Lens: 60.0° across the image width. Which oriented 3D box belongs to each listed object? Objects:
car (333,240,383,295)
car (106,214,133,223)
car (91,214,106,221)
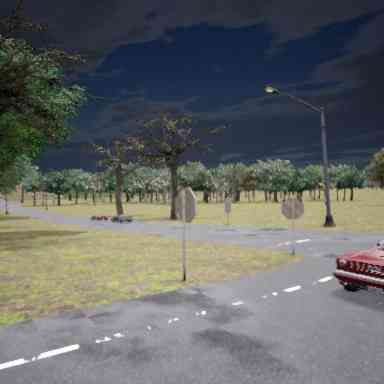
[{"bbox_3d":[5.373,1.636,7.763,4.718,1.301,1.895,1,-1,-35],"label":"car"},{"bbox_3d":[-11.072,4.105,52.143,2.033,1.411,5.357,-1,-2,-34],"label":"car"},{"bbox_3d":[-17.004,4.597,60.786,1.895,1.301,4.718,-1,-1,-34],"label":"car"}]
